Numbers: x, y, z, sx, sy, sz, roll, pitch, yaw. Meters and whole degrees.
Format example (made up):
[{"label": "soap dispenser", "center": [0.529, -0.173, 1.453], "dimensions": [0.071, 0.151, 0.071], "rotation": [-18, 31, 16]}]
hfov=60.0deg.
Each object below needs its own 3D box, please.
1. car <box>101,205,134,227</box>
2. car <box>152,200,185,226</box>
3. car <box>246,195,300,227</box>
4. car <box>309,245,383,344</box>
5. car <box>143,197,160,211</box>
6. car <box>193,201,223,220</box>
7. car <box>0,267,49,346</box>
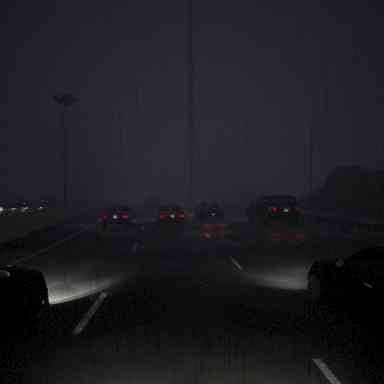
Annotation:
[{"label": "car", "center": [-5.020, 1.567, 22.775], "dimensions": [2.033, 1.411, 5.357], "rotation": [0, 0, -8]}, {"label": "car", "center": [-1.567, 1.562, 23.380], "dimensions": [2.033, 1.411, 5.357], "rotation": [0, 0, -8]}, {"label": "car", "center": [5.496, 1.225, 23.185], "dimensions": [2.150, 2.045, 5.566], "rotation": [0, 0, -7]}, {"label": "car", "center": [3.405, 1.523, 5.108], "dimensions": [1.812, 1.442, 4.674], "rotation": [0, 0, -2]}, {"label": "car", "center": [-4.926, 1.382, 41.519], "dimensions": [2.097, 1.767, 4.553], "rotation": [0, 0, -13]}, {"label": "car", "center": [1.300, 1.504, 27.825], "dimensions": [2.128, 1.511, 4.902], "rotation": [0, 0, -8]}, {"label": "car", "center": [-3.579, 1.572, 4.433], "dimensions": [1.994, 1.385, 4.181], "rotation": [0, 0, -2]}]
